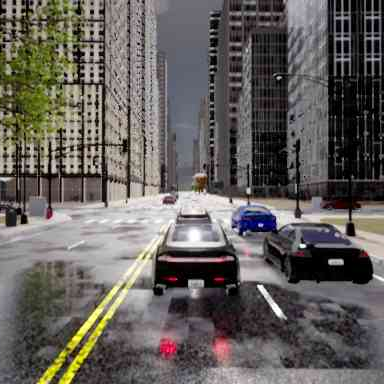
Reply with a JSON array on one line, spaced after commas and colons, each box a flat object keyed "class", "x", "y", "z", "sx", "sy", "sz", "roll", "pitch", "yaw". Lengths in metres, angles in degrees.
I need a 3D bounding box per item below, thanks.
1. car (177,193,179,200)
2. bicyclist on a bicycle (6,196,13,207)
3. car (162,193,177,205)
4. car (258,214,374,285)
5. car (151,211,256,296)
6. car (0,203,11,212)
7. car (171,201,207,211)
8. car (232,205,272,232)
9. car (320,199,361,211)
[{"class": "car", "x": -4.210, "y": 1.412, "z": 72.251, "sx": 2.033, "sy": 1.411, "sz": 5.357, "roll": 0, "pitch": 0, "yaw": -1}, {"class": "bicyclist on a bicycle", "x": -25.225, "y": 1.340, "z": 45.919, "sx": 0.582, "sy": 1.620, "sz": 1.656, "roll": 0, "pitch": 0, "yaw": 2}, {"class": "car", "x": -3.999, "y": 1.384, "z": 56.930, "sx": 1.882, "sy": 1.535, "sz": 5.008, "roll": 0, "pitch": 0, "yaw": -1}, {"class": "car", "x": 3.322, "y": 1.553, "z": 9.537, "sx": 1.994, "sy": 1.385, "sz": 4.181, "roll": 0, "pitch": 0, "yaw": 2}, {"class": "car", "x": 0.087, "y": 1.482, "z": 8.593, "sx": 2.128, "sy": 1.511, "sz": 4.902, "roll": 0, "pitch": 0, "yaw": 0}, {"class": "car", "x": -21.471, "y": 1.428, "z": 34.948, "sx": 4.674, "sy": 1.442, "sz": 1.812, "roll": 0, "pitch": -1, "yaw": 2}, {"class": "car", "x": 0.073, "y": 1.470, "z": 18.010, "sx": 2.128, "sy": 1.511, "sz": 4.902, "roll": 0, "pitch": 0, "yaw": 0}, {"class": "car", "x": 3.323, "y": 1.455, "z": 18.531, "sx": 1.882, "sy": 1.535, "sz": 5.008, "roll": 0, "pitch": 0, "yaw": 0}, {"class": "car", "x": 17.852, "y": 1.570, "z": 40.045, "sx": 4.674, "sy": 1.442, "sz": 1.812, "roll": 0, "pitch": -1, "yaw": 1}]
